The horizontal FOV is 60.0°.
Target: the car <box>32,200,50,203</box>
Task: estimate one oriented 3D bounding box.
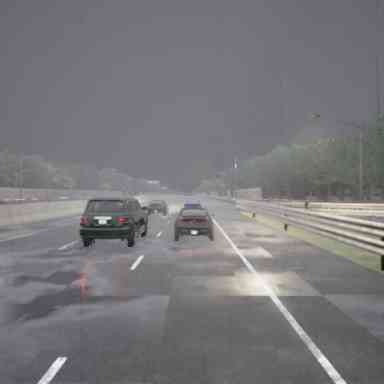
[{"bbox_3d":[-17.520,1.640,38.782,1.994,1.385,4.181,0,0,0],"label":"car"}]

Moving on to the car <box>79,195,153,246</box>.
[{"bbox_3d":[-3.392,1.236,15.404,2.150,2.045,5.566,0,0,0],"label":"car"}]

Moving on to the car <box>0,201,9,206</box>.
[{"bbox_3d":[-21.054,1.588,35.074,1.812,1.442,4.674,0,0,0],"label":"car"}]

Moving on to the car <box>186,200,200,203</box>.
[{"bbox_3d":[0.093,1.540,35.366,1.882,1.535,5.008,0,0,0],"label":"car"}]

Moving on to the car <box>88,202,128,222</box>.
[{"bbox_3d":[-6.905,1.588,27.957,2.033,1.411,5.357,0,0,0],"label":"car"}]

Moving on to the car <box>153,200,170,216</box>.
[{"bbox_3d":[-3.406,1.562,33.773,1.837,1.490,4.892,0,0,0],"label":"car"}]

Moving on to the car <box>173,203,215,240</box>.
[{"bbox_3d":[0.097,1.521,17.009,1.837,1.490,4.892,0,0,0],"label":"car"}]

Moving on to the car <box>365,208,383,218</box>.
[{"bbox_3d":[17.393,1.582,29.145,1.812,1.442,4.674,0,-2,-21],"label":"car"}]
